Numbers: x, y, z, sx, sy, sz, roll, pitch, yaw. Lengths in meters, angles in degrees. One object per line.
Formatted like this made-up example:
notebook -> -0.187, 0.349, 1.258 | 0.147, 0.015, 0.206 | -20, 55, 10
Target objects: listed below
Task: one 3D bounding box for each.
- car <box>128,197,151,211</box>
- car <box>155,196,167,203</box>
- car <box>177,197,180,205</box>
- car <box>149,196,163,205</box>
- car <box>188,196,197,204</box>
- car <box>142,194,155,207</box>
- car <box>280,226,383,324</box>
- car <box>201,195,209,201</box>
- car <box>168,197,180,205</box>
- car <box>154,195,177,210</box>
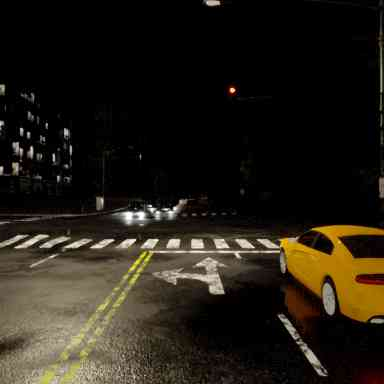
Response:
car -> -6.596, 1.629, 41.117 | 1.895, 1.301, 4.718 | 0, 0, 0
car -> -6.497, 1.559, 71.253 | 2.128, 1.511, 4.902 | 0, 0, 0
car -> -3.340, 1.527, 51.710 | 2.128, 1.511, 4.902 | 0, 0, 0
car -> -6.560, 1.519, 61.048 | 1.882, 1.535, 5.008 | 0, 0, 0
car -> 0.099, 1.483, 63.891 | 2.128, 1.511, 4.902 | 0, 2, 0
car -> -6.597, 1.256, 50.882 | 2.150, 2.045, 5.566 | 0, 0, 0
car -> 3.362, 1.476, 7.351 | 1.882, 1.535, 5.008 | -1, 0, 0
car -> 3.252, 1.538, 82.727 | 1.882, 1.535, 5.008 | 0, 0, 0
car -> -3.308, 1.590, 62.350 | 2.033, 1.411, 5.357 | 0, 0, 0
car -> -3.347, 1.507, 42.518 | 1.882, 1.535, 5.008 | 0, 0, 0
